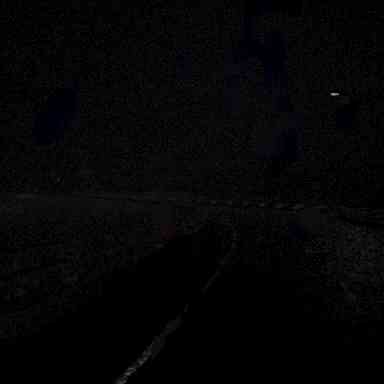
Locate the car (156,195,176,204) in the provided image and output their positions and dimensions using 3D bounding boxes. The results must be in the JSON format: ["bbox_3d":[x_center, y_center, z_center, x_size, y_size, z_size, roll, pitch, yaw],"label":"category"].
[{"bbox_3d":[-6.293,2.131,80.253,1.837,1.490,4.892,3,-1,-29],"label":"car"}]

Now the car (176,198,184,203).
[{"bbox_3d":[-3.683,2.314,82.781,2.128,1.511,4.902,3,-1,-29],"label":"car"}]

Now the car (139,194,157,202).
[{"bbox_3d":[-11.429,2.017,89.085,2.033,1.411,5.357,3,-1,-35],"label":"car"}]

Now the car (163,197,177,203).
[{"bbox_3d":[-6.256,2.319,94.017,1.812,1.442,4.674,3,-1,-35],"label":"car"}]

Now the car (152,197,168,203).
[{"bbox_3d":[-8.826,2.168,91.497,2.128,1.511,4.902,3,-1,-35],"label":"car"}]
